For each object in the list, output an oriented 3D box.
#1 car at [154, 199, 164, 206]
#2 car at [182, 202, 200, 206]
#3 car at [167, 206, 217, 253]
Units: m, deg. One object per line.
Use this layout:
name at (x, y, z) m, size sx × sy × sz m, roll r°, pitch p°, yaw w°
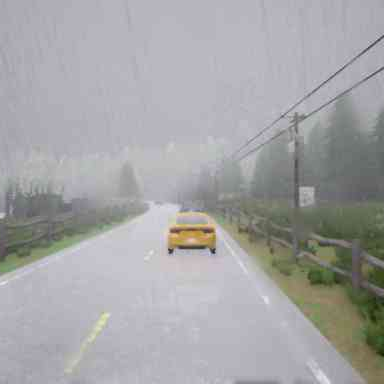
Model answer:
car at (-7.028, 2.168, 70.879) m, size 1.837 × 1.490 × 4.892 m, roll 0°, pitch -1°, yaw -9°
car at (-0.084, 1.625, 29.122) m, size 2.097 × 1.767 × 4.553 m, roll 0°, pitch -1°, yaw -1°
car at (0.002, 1.615, 14.488) m, size 1.882 × 1.535 × 5.008 m, roll 0°, pitch 0°, yaw 0°
